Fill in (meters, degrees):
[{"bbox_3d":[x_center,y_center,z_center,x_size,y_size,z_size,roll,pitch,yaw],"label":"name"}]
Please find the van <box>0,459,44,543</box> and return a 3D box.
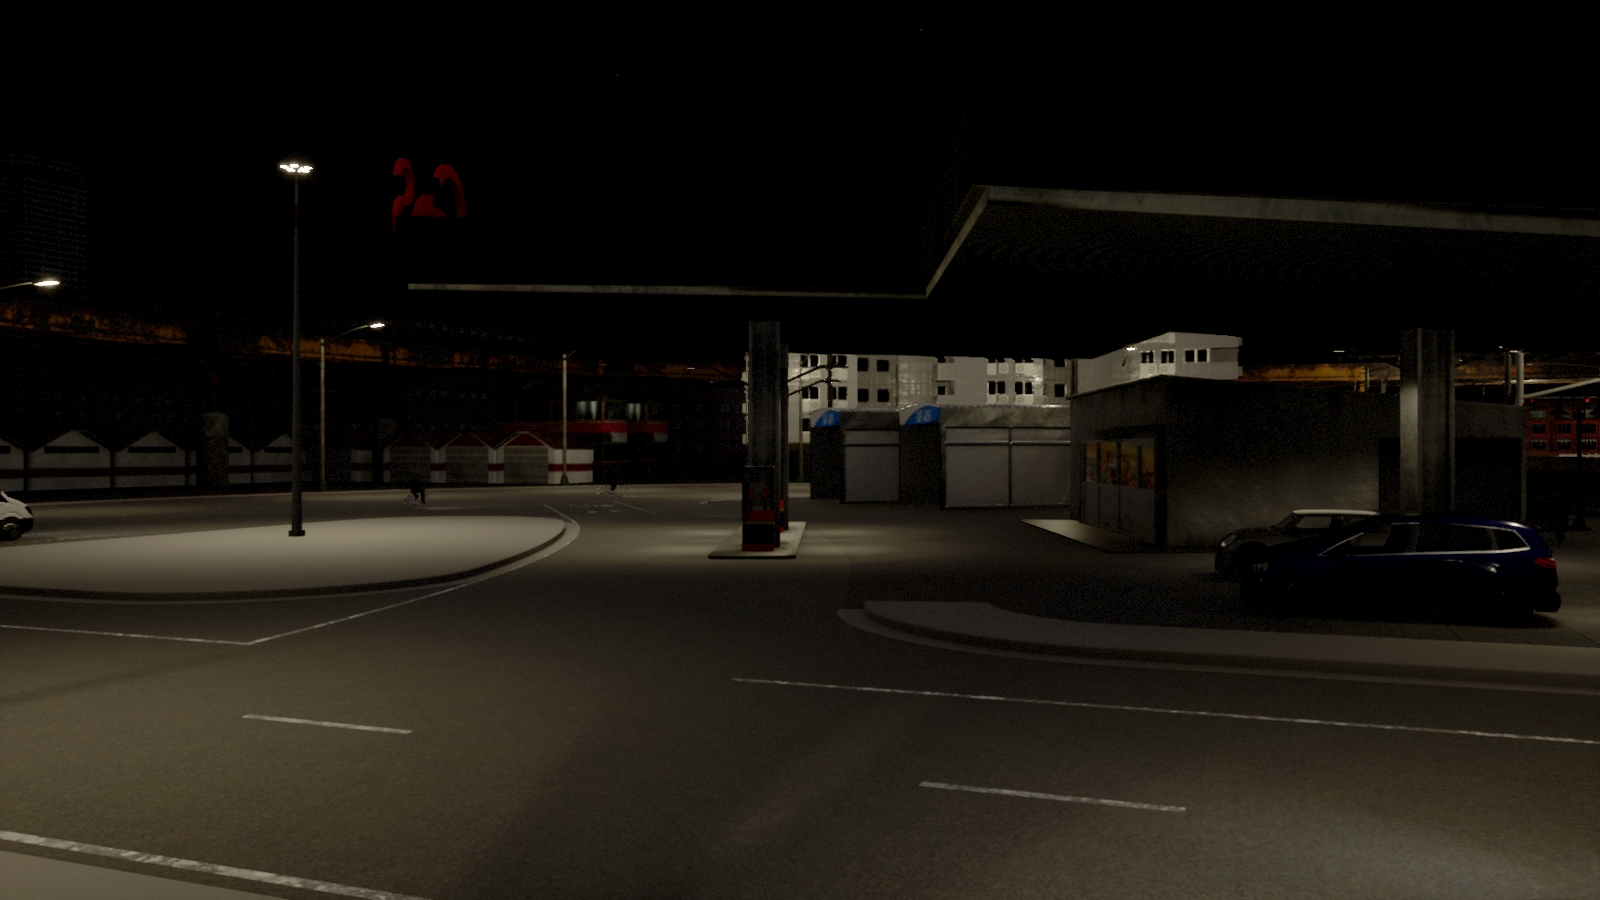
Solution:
[{"bbox_3d":[-26.145,1.584,34.115,1.988,2.561,5.915,0,0,20],"label":"van"}]
